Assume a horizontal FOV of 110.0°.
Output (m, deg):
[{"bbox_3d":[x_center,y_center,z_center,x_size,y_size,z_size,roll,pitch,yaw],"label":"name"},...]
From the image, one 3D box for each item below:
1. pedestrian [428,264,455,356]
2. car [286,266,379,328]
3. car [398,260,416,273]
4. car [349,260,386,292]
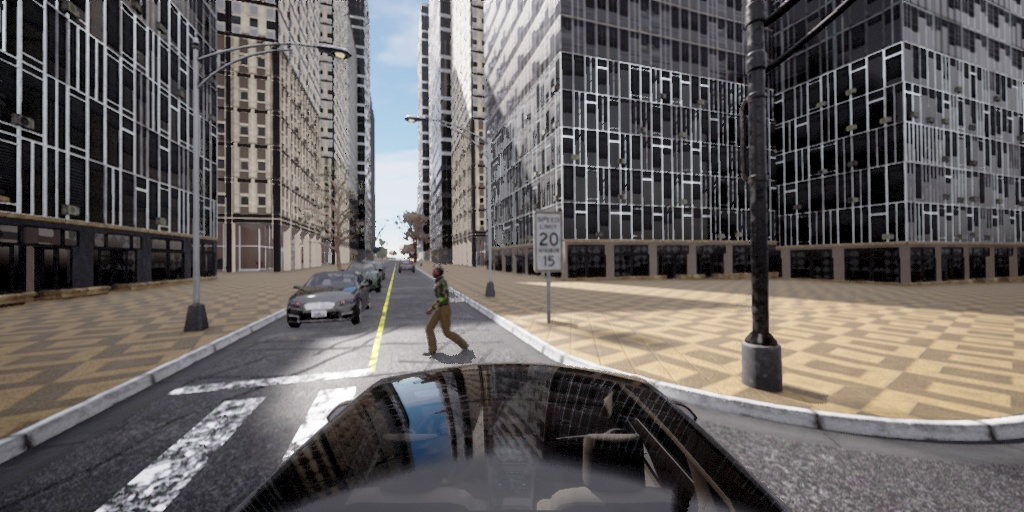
[{"bbox_3d":[-1.391,1.021,7.052,0.375,1.860,0.375,0,-1,-18],"label":"pedestrian"},{"bbox_3d":[-5.727,1.243,11.680,2.128,1.511,4.902,0,0,-17],"label":"car"},{"bbox_3d":[-12.661,1.237,43.078,2.128,1.511,4.902,0,0,-18],"label":"car"},{"bbox_3d":[-8.586,1.108,20.611,2.097,1.767,4.553,0,0,-18],"label":"car"}]
